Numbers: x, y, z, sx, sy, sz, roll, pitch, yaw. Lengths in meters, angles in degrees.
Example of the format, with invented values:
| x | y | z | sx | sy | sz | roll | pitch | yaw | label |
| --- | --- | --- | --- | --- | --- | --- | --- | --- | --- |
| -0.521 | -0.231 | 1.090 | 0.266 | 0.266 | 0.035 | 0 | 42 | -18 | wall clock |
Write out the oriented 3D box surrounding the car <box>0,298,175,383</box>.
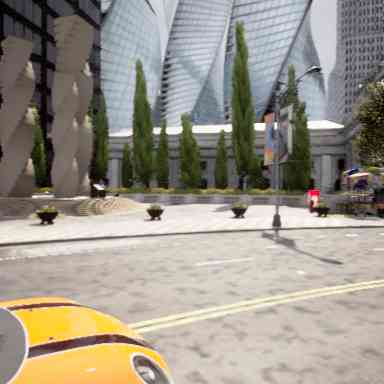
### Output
| x | y | z | sx | sy | sz | roll | pitch | yaw | label |
| --- | --- | --- | --- | --- | --- | --- | --- | --- | --- |
| -2.256 | 1.315 | 1.919 | 4.553 | 1.767 | 2.097 | 0 | 1 | -37 | car |
